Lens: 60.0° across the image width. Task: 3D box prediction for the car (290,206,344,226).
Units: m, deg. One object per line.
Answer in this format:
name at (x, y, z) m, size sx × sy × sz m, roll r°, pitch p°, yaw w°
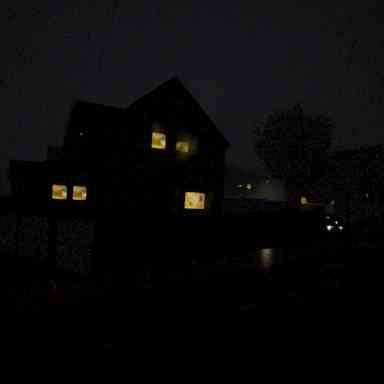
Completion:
car at (7.511, 1.508, 22.847) m, size 2.033 × 1.411 × 5.357 m, roll 4°, pitch -2°, yaw -33°
